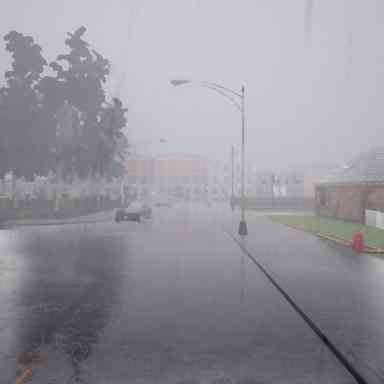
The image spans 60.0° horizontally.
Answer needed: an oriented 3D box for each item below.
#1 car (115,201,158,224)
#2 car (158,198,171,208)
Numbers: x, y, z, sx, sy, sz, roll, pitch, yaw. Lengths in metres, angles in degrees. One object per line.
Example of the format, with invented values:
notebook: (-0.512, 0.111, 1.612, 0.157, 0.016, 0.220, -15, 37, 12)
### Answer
car: (-4.283, 1.477, 25.394, 1.882, 1.535, 5.008, 0, 0, 6)
car: (-3.976, 1.547, 47.487, 2.033, 1.411, 5.357, 0, 0, 0)
